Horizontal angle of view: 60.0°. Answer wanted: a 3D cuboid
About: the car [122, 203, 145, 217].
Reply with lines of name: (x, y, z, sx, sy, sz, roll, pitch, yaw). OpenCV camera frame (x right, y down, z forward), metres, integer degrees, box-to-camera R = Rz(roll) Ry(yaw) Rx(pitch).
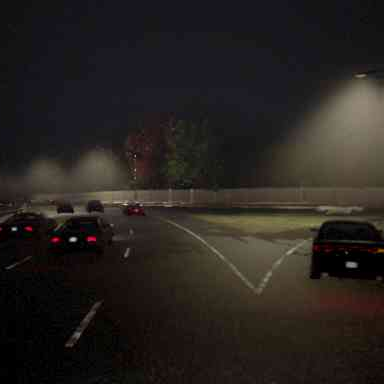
car: (-6.648, 1.975, 37.556, 1.994, 1.385, 4.181, 0, -1, -20)

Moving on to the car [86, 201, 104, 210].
car: (-12.958, 1.993, 44.152, 1.882, 1.535, 5.008, 0, -1, -23)

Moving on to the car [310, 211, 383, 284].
car: (4.627, 1.548, 9.986, 1.882, 1.535, 5.008, -1, -1, 22)

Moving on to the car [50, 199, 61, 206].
car: (-31.765, 2.447, 78.445, 1.882, 1.535, 5.008, 0, -1, -44)

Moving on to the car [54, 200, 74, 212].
car: (-16.973, 2.107, 44.462, 1.994, 1.385, 4.181, 0, -1, -25)

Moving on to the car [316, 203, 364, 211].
car: (16.480, 1.897, 37.390, 4.718, 1.301, 1.895, 0, -1, 8)

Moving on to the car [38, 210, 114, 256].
car: (-4.419, 1.713, 13.925, 2.033, 1.411, 5.357, 0, -1, -8)

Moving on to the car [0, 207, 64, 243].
car: (-8.555, 1.775, 17.639, 2.033, 1.411, 5.357, 0, -1, -10)
